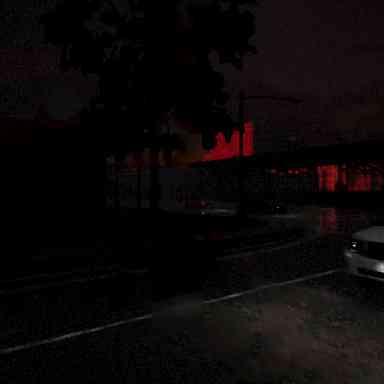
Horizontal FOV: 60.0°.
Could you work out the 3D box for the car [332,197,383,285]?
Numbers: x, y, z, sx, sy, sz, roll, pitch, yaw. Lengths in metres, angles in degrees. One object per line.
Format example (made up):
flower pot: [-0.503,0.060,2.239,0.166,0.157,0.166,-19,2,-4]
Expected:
car: [6.166,1.223,8.447,5.566,2.045,2.150,0,0,-36]

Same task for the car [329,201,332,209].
car: [19.423,1.351,41.451,2.097,1.767,4.553,0,0,-34]

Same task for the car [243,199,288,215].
car: [7.411,1.477,33.881,1.882,1.535,5.008,0,0,-34]

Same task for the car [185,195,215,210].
car: [0.989,1.351,43.496,2.097,1.767,4.553,0,0,-33]
